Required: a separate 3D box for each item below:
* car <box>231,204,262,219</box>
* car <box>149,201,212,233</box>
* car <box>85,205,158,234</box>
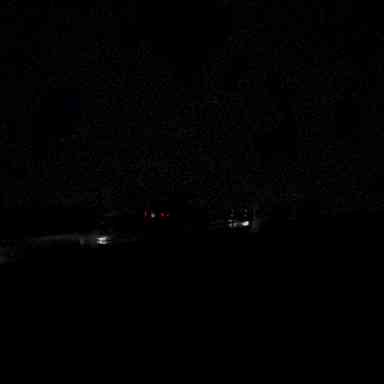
[{"bbox_3d":[6.231,2.163,37.944,2.097,1.767,4.553,-1,-2,35],"label":"car"},{"bbox_3d":[-0.853,1.623,22.883,2.150,2.045,5.566,-1,-2,36],"label":"car"},{"bbox_3d":[-4.793,1.874,22.243,1.882,1.535,5.008,-1,-2,35],"label":"car"}]
